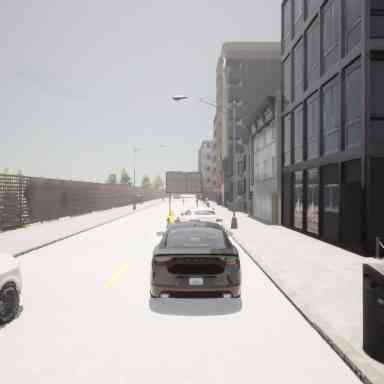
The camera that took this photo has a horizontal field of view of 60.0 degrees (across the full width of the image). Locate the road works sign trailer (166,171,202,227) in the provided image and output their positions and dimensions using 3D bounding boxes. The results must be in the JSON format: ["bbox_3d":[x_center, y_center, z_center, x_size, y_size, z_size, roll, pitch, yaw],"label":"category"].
[{"bbox_3d":[-0.570,0.464,21.363,2.380,3.560,2.880,0,0,-17],"label":"road works sign trailer"}]

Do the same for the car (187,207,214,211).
[{"bbox_3d":[0.410,1.539,17.881,1.812,1.442,4.674,0,-1,-9],"label":"car"}]

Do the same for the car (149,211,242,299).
[{"bbox_3d":[0.072,1.477,8.529,1.882,1.535,5.008,0,0,0],"label":"car"}]

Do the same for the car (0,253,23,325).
[{"bbox_3d":[-4.013,1.525,4.385,1.812,1.442,4.674,0,0,0],"label":"car"}]
